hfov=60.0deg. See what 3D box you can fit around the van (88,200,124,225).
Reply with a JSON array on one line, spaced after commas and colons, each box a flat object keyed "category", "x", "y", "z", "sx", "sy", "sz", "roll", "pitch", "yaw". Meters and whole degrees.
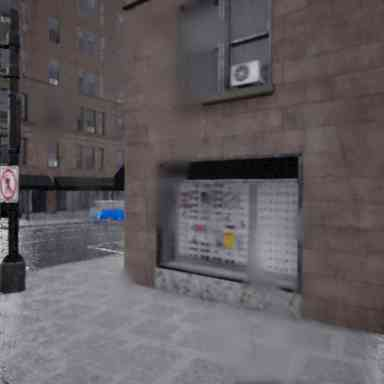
[{"category": "van", "x": -5.838, "y": 1.518, "z": 25.096, "sx": 1.690, "sy": 1.788, "sz": 3.998, "roll": 0, "pitch": -1, "yaw": 35}]
